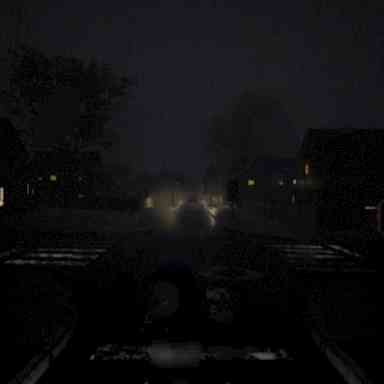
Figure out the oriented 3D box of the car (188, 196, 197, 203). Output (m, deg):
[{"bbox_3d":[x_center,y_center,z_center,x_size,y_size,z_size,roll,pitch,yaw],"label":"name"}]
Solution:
[{"bbox_3d":[0.059,1.549,68.921,1.882,1.535,5.008,0,0,0],"label":"car"}]
